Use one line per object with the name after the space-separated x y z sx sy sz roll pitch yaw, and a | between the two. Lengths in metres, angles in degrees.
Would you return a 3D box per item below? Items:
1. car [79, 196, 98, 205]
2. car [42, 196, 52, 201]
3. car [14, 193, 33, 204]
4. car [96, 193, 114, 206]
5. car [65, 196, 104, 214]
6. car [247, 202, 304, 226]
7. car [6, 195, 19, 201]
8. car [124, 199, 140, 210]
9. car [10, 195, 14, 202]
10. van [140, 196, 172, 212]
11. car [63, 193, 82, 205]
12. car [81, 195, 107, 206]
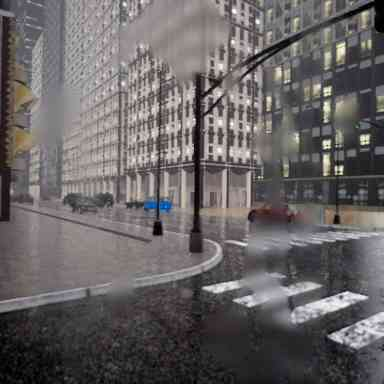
-18.343 1.522 58.952 1.837 1.490 4.892 1 -1 -35 | car
-36.621 1.566 83.905 1.802 1.307 4.206 1 -1 -35 | car
-30.368 1.153 60.634 2.192 1.841 5.009 1 -1 -35 | car
-14.335 1.251 53.248 2.150 2.045 5.566 1 -1 -35 | car
-10.751 1.425 32.998 2.008 1.369 4.403 1 -1 -35 | car
5.894 1.501 24.032 1.967 1.590 4.097 1 -1 -35 | car
-40.181 1.375 74.449 2.008 1.369 4.403 1 -1 -35 | car
-7.189 1.581 42.454 2.008 1.369 4.403 1 -1 -35 | car
-36.912 1.394 69.844 1.947 1.339 4.313 1 -1 -35 | car
-3.915 1.378 37.850 1.690 1.788 3.998 1 -1 -35 | van
-19.889 1.179 55.706 2.150 2.045 5.566 1 -1 -35 | car
-14.428 1.532 48.102 1.994 1.385 4.181 1 -1 -37 | car
